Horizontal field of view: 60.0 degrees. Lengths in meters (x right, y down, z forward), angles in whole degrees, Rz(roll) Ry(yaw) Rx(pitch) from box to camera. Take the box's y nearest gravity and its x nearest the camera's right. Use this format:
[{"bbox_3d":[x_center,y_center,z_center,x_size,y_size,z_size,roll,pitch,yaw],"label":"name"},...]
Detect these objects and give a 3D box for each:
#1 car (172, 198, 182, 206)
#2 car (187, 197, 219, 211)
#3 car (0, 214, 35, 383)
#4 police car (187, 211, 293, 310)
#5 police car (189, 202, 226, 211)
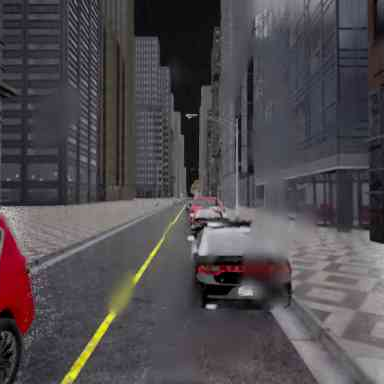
[{"bbox_3d":[-2.867,2.027,65.503,1.837,1.490,4.892,0,0,0],"label":"car"},{"bbox_3d":[0.949,1.407,24.086,2.150,2.045,5.566,0,0,0],"label":"car"},{"bbox_3d":[-3.098,1.232,2.025,2.150,2.045,5.566,0,0,0],"label":"car"},{"bbox_3d":[0.915,1.483,8.162,1.930,1.638,5.238,0,0,0],"label":"police car"},{"bbox_3d":[0.936,1.559,18.163,1.930,1.638,5.238,0,0,0],"label":"police car"}]
